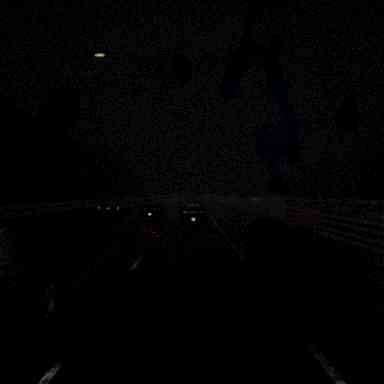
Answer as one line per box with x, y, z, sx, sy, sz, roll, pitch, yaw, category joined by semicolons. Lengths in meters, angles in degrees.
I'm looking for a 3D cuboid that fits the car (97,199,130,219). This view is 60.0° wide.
-6.899;1.383;29.662;2.097;1.767;4.553;1;0;0;car

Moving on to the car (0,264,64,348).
-3.401;1.604;4.349;1.895;1.301;4.718;0;0;0;car

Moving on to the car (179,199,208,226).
0.096;1.517;23.599;2.128;1.511;4.902;0;0;0;car

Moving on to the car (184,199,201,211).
0.094;1.613;42.492;2.033;1.411;5.357;0;0;0;car

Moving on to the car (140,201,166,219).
-3.410;1.540;29.253;1.837;1.490;4.892;0;0;0;car

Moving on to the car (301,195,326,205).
24.319;1.537;66.623;2.150;2.045;5.566;0;0;-21;car
